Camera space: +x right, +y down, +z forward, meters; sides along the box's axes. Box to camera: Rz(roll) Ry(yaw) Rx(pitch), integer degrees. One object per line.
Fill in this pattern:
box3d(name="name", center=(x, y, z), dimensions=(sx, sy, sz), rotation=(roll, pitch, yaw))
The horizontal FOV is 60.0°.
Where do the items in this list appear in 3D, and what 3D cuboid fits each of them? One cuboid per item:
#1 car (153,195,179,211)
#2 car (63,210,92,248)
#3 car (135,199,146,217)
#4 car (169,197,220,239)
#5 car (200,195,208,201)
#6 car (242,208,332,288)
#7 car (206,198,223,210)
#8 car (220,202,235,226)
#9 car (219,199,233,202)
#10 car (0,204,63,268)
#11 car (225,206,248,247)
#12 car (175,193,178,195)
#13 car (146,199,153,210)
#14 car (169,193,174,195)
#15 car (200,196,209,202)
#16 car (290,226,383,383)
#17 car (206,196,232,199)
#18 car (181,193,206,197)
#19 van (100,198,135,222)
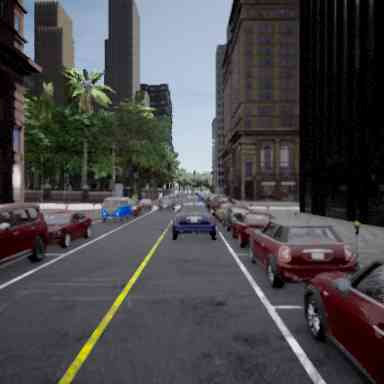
box3d(name="car", center=(-3.022, 1.453, 40.141), dimensions=(2.128, 1.511, 4.902), rotation=(0, 0, 0))
box3d(name="car", center=(-5.765, 1.530, 14.678), dimensions=(1.887, 1.381, 4.507), rotation=(0, 0, 0))
box3d(name="car", center=(-5.764, 1.410, 30.957), dimensions=(1.967, 1.590, 4.097), rotation=(0, 0, 0))
box3d(name="car", center=(0.102, 1.333, 17.431), dimensions=(2.097, 1.767, 4.553), rotation=(0, 0, 0))
box3d(name="car", center=(2.767, 1.428, 79.238), dimensions=(1.752, 1.417, 4.829), rotation=(0, 0, 0))
box3d(name="car", center=(2.759, 1.430, 9.240), dimensions=(1.967, 1.590, 4.097), rotation=(0, 0, 0))
box3d(name="car", center=(2.763, 1.524, 41.791), dimensions=(1.947, 1.339, 4.313), rotation=(0, 0, 0))
box3d(name="car", center=(2.761, 1.531, 20.090), dimensions=(2.008, 1.369, 4.403), rotation=(0, 0, 0))
box3d(name="car", center=(2.761, 1.500, 25.685), dimensions=(1.752, 1.417, 4.829), rotation=(0, 0, 0))
box3d(name="car", center=(-5.766, 1.305, 9.252), dimensions=(2.192, 1.841, 5.009), rotation=(0, 0, 0))
box3d(name="car", center=(2.759, 1.530, 14.665), dimensions=(1.887, 1.381, 4.507), rotation=(0, 0, 0))
box3d(name="car", center=(-5.757, 1.312, 95.350), dimensions=(1.967, 1.590, 4.097), rotation=(0, 0, 0))
box3d(name="car", center=(-5.762, 1.540, 41.809), dimensions=(1.802, 1.307, 4.206), rotation=(0, 0, 0))
box3d(name="car", center=(-5.759, 1.463, 73.668), dimensions=(2.008, 1.369, 4.403), rotation=(0, 0, 0))
box3d(name="car", center=(2.766, 1.478, 73.648), dimensions=(1.947, 1.339, 4.313), rotation=(0, 0, 0))
box3d(name="car", center=(2.759, 1.436, 3.815), dimensions=(1.967, 1.590, 4.097), rotation=(0, 0, 0))
box3d(name="car", center=(2.761, 1.285, 30.940), dimensions=(2.192, 1.841, 5.009), rotation=(0, 0, 0))
box3d(name="car", center=(0.103, 1.316, 36.962), dimensions=(2.097, 1.767, 4.553), rotation=(0, 0, 0))
box3d(name="van", center=(-5.765, 1.317, 25.530), dimensions=(1.690, 1.788, 3.998), rotation=(0, 0, 0))
